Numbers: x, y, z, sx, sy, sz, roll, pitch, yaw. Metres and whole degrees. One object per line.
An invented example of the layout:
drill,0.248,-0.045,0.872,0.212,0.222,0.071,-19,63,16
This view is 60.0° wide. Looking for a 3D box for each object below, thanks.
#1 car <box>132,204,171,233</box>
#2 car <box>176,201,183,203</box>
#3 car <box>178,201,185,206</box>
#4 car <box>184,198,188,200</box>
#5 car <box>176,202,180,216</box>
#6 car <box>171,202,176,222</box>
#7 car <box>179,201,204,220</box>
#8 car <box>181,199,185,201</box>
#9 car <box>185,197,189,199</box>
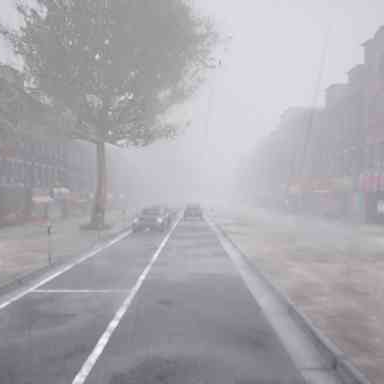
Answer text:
car,-2.629,1.718,21.438,1.967,1.590,4.097,-1,-1,0
car,-2.611,2.216,43.561,2.008,1.369,4.403,-1,-1,0
car,-2.573,2.835,82.302,1.802,1.307,4.206,-1,-1,0
car,-2.579,2.727,76.767,1.887,1.381,4.507,-1,-1,0
car,-2.616,2.145,38.028,1.802,1.307,4.206,-1,-1,0
car,-2.625,1.806,26.969,1.967,1.590,4.097,-1,-1,0
car,0.126,1.969,33.422,2.128,1.511,4.902,0,-1,0
car,-2.602,2.298,54.631,1.967,1.590,4.097,-1,-1,0
car,-2.564,2.937,93.369,1.887,1.381,4.507,-1,-1,0
